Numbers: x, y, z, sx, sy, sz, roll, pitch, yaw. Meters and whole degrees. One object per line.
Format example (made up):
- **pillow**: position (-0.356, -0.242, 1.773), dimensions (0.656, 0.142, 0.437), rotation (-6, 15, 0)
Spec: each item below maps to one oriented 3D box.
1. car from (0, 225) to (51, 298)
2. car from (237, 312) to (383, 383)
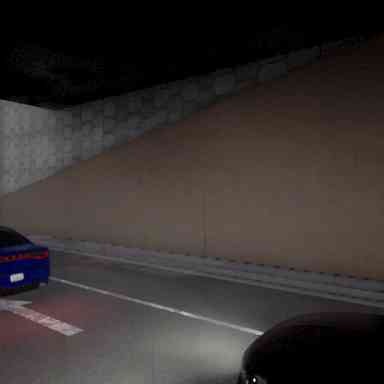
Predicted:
- **car**: position (-5.366, 1.478, 7.826), dimensions (5.008, 1.535, 1.882), rotation (0, 0, 36)
- **car**: position (2.613, 1.505, 2.031), dimensions (4.892, 1.490, 1.837), rotation (0, 0, 37)
